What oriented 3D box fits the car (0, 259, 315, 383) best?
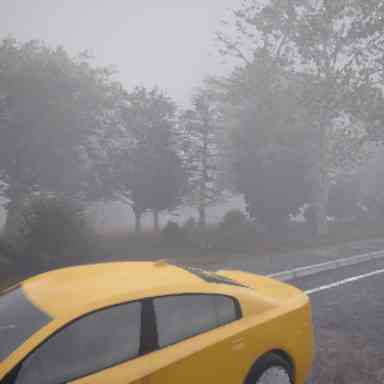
[{"bbox_3d":[-0.985,1.473,2.981,5.008,1.535,1.882,0,0,-35],"label":"car"}]
